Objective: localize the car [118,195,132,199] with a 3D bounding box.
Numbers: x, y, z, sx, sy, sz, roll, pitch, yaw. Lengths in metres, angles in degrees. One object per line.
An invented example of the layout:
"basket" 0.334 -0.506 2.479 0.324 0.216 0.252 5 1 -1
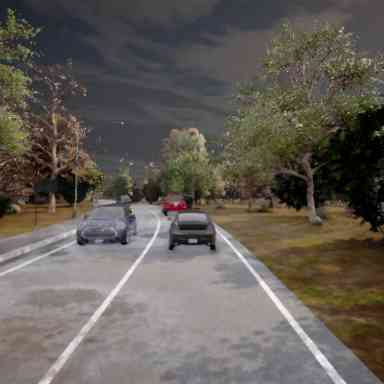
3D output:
"car" -11.359 1.362 56.234 2.097 1.767 4.553 2 0 -19

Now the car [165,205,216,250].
"car" -0.035 1.545 14.586 1.837 1.490 4.892 0 0 -2

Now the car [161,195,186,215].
"car" -1.993 1.324 34.805 2.150 2.045 5.566 1 0 -9

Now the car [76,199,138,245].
"car" -3.813 1.385 15.573 2.097 1.767 4.553 0 0 -2
